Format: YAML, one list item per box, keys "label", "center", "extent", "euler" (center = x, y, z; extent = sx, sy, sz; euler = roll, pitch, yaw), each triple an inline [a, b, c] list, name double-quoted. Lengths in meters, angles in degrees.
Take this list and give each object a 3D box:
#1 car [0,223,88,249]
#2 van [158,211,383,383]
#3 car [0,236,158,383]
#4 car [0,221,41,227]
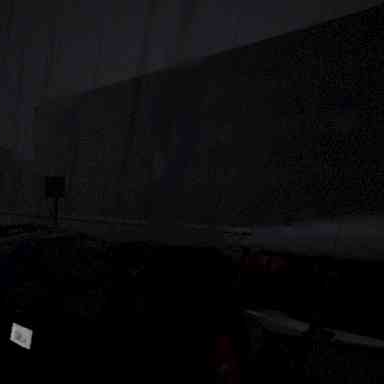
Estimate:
- label: "car"
  center: [-2.712, 1.518, 6.902]
  extent: [2.002, 1.452, 4.674]
  euler: [0, 0, 35]
- label: "van"
  center: [1.832, 1.254, 3.540]
  extent: [1.878, 1.987, 4.442]
  euler: [0, 0, 35]
- label: "car"
  center: [-0.388, 1.509, 5.294]
  extent: [2.163, 1.488, 4.792]
  euler: [0, 0, 35]
- label: "car"
  center: [-5.015, 1.517, 8.541]
  extent: [2.002, 1.452, 4.674]
  euler: [0, 0, 35]
